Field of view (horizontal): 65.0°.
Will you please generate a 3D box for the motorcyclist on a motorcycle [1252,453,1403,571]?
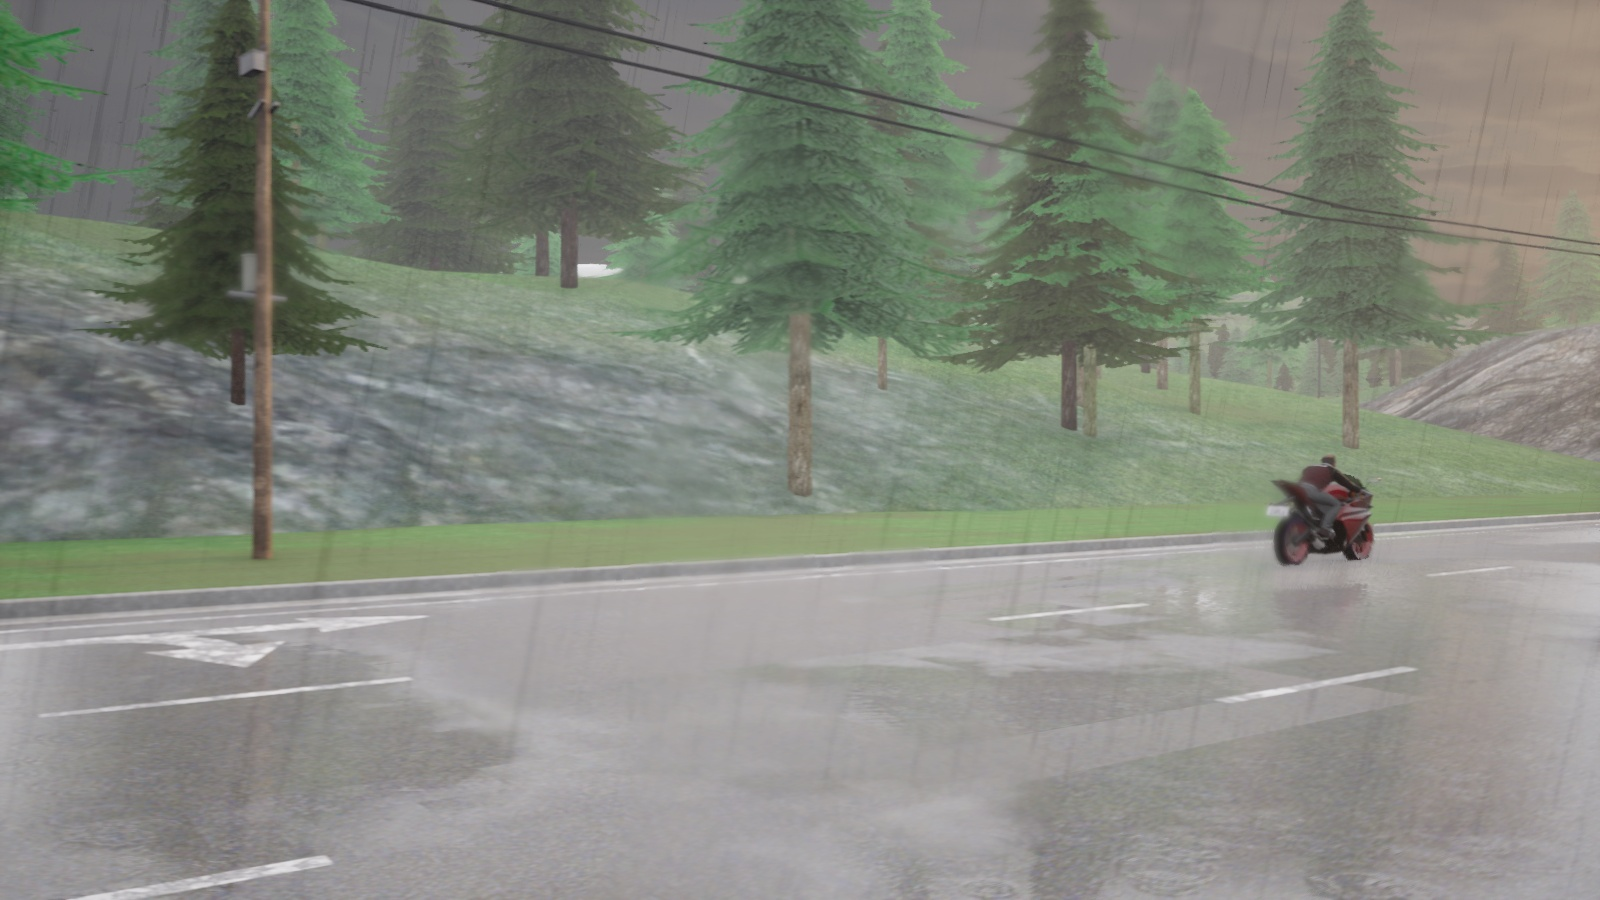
[{"bbox_3d":[7.259,0.807,17.240,2.191,1.530,0.866,0,0,-35],"label":"motorcyclist on a motorcycle"}]
